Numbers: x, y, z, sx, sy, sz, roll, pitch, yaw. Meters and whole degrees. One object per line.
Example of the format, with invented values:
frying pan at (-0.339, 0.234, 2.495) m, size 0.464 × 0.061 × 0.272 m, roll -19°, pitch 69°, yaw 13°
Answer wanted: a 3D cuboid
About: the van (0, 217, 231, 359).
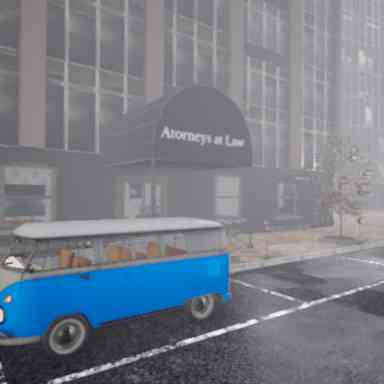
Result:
van at (-1.176, 1.365, 5.723) m, size 3.998 × 1.788 × 1.690 m, roll 1°, pitch 0°, yaw -36°
